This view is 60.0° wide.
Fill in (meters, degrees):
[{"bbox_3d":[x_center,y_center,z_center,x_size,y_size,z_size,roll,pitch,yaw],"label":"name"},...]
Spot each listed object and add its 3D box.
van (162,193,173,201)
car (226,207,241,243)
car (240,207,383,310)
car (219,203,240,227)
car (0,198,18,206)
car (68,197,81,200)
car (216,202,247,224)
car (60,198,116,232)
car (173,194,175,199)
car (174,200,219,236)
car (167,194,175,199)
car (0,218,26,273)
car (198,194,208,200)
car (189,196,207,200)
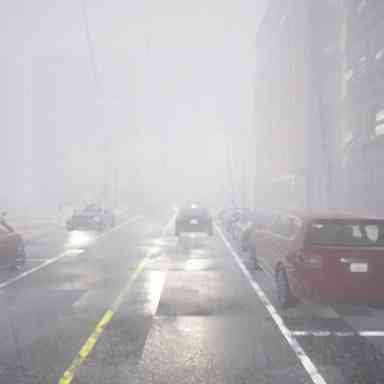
[{"bbox_3d":[-5.687,1.035,73.971,1.690,1.788,3.998,1,0,0],"label":"van"},{"bbox_3d":[2.667,1.511,13.369,1.947,1.339,4.313,1,0,0],"label":"car"},{"bbox_3d":[2.671,1.283,7.711,2.192,1.841,5.009,1,0,0],"label":"car"},{"bbox_3d":[2.665,1.503,19.026,1.802,1.307,4.206,1,0,0],"label":"car"},{"bbox_3d":[-30.059,1.572,53.107,4.206,1.307,1.802,0,0,0],"label":"car"},{"bbox_3d":[-18.718,1.497,53.061,4.313,1.339,1.947,0,0,0],"label":"car"},{"bbox_3d":[2.835,1.480,24.682,1.802,1.307,4.206,1,0,0],"label":"car"},{"bbox_3d":[-5.680,1.360,19.061,1.967,1.590,4.097,1,0,0],"label":"car"},{"bbox_3d":[-5.691,1.253,79.624,1.802,1.307,4.206,1,0,0],"label":"car"},{"bbox_3d":[0.097,1.429,18.073,2.163,1.488,4.792,0,0,0],"label":"car"},{"bbox_3d":[-5.693,1.207,90.929,1.802,1.307,4.206,1,0,0],"label":"car"},{"bbox_3d":[-5.678,1.407,7.748,1.967,1.590,4.097,1,0,0],"label":"car"},{"bbox_3d":[2.690,1.219,74.104,1.752,1.417,4.829,1,0,0],"label":"car"},{"bbox_3d":[0.097,1.414,32.000,2.033,1.411,5.357,0,0,0],"label":"car"}]
